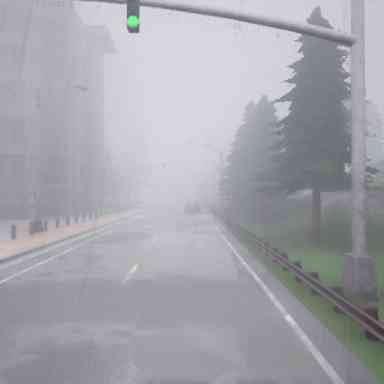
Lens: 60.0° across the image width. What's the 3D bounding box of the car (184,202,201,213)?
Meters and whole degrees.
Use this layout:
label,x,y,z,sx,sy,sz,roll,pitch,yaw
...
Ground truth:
label,x,y,z,sx,sy,sz,roll,pitch,yaw
car,0.078,1.895,42.006,1.994,1.385,4.181,0,0,1
